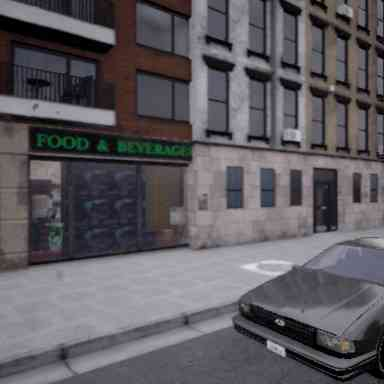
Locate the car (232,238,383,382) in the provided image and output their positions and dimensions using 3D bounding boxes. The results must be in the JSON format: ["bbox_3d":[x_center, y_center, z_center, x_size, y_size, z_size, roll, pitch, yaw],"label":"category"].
[{"bbox_3d":[3.203,1.545,5.669,5.357,1.411,2.033,0,0,-36],"label":"car"}]
